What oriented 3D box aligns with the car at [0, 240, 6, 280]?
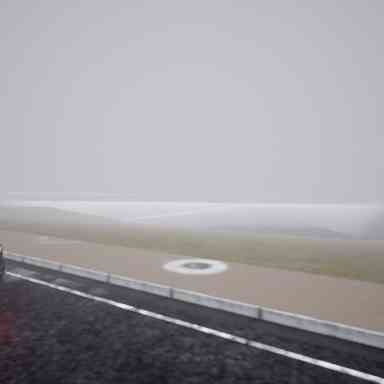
[{"bbox_3d":[-6.759,1.331,8.468,4.553,1.767,2.097,0,0,36],"label":"car"}]
